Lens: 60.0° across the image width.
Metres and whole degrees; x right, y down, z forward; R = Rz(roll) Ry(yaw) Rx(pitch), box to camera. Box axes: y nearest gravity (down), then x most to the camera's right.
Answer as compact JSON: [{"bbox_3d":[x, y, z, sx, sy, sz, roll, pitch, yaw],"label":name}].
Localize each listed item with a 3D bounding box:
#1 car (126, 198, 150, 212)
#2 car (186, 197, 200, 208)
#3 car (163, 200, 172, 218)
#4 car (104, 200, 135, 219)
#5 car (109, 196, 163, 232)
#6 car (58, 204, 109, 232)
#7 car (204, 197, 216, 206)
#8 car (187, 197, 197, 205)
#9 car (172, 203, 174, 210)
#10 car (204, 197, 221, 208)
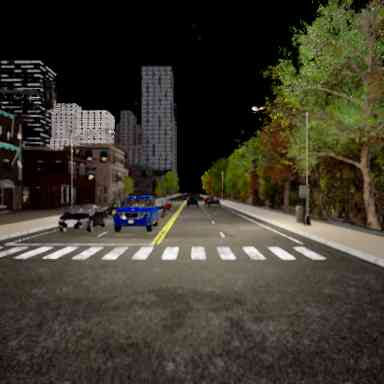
[{"bbox_3d":[-6.588,1.594,41.088,2.128,1.511,4.902,0,0,0],"label":"car"},{"bbox_3d":[0.102,1.635,51.820,1.837,1.490,4.892,0,0,0],"label":"car"},{"bbox_3d":[-3.346,1.570,31.005,2.128,1.511,4.902,0,0,0],"label":"car"},{"bbox_3d":[-6.599,1.583,30.757,1.837,1.490,4.892,0,0,0],"label":"car"},{"bbox_3d":[-3.350,1.276,20.983,2.150,2.045,5.566,0,0,0],"label":"car"},{"bbox_3d":[-6.600,1.544,20.532,2.128,1.511,4.902,0,0,0],"label":"car"},{"bbox_3d":[3.250,1.629,60.829,1.882,1.535,5.008,0,0,0],"label":"car"},{"bbox_3d":[0.013,1.680,62.158,1.812,1.442,4.674,0,0,0],"label":"car"},{"bbox_3d":[-3.337,1.705,41.330,1.895,1.301,4.718,0,0,0],"label":"car"},{"bbox_3d":[3.352,1.619,50.560,2.128,1.511,4.902,0,0,0],"label":"car"}]
